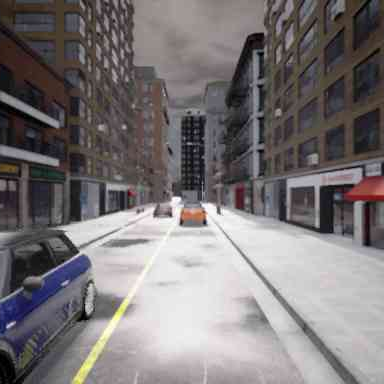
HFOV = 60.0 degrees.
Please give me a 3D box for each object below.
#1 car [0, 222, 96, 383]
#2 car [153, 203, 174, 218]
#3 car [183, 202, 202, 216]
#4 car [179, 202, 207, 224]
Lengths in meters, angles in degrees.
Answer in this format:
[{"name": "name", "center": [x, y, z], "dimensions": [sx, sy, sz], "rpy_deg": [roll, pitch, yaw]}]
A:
[{"name": "car", "center": [-2.854, 1.392, 4.360], "dimensions": [2.097, 1.767, 4.553], "rpy_deg": [0, 0, 0]}, {"name": "car", "center": [-2.857, 1.815, 33.888], "dimensions": [1.812, 1.442, 4.674], "rpy_deg": [0, 0, 0]}, {"name": "car", "center": [0.053, 1.873, 38.337], "dimensions": [2.033, 1.411, 5.357], "rpy_deg": [0, 0, 1]}, {"name": "car", "center": [0.076, 1.587, 27.183], "dimensions": [2.097, 1.767, 4.553], "rpy_deg": [0, -1, 0]}]
